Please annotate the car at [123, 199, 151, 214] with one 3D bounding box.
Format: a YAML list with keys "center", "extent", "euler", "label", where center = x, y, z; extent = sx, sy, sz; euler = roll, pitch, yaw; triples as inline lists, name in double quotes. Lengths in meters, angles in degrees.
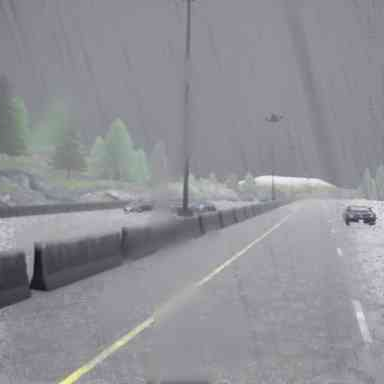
- center: [-5.752, 1.616, 36.929]
  extent: [2.128, 1.511, 4.902]
  euler: [0, 0, 21]
  label: "car"

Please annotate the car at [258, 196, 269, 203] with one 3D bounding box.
- center: [15.724, 1.618, 72.843]
  extent: [2.033, 1.411, 5.357]
  euler: [0, 0, 21]
  label: "car"

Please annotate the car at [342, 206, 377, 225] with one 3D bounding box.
- center: [12.065, 1.647, 24.238]
  extent: [1.895, 1.301, 4.718]
  euler: [0, 0, 21]
  label: "car"

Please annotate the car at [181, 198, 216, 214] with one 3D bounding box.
- center: [0.942, 1.451, 34.834]
  extent: [2.097, 1.767, 4.553]
  euler: [0, 0, 21]
  label: "car"

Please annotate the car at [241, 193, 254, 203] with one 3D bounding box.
- center: [12.447, 1.316, 74.077]
  extent: [2.150, 2.045, 5.566]
  euler: [0, 0, 21]
  label: "car"

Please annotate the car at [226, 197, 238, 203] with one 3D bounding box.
- center: [9.033, 1.702, 74.949]
  extent: [1.895, 1.301, 4.718]
  euler: [0, 0, 21]
  label: "car"

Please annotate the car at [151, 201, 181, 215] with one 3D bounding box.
- center: [-2.297, 1.676, 36.150]
  extent: [1.994, 1.385, 4.181]
  euler: [0, 0, 21]
  label: "car"

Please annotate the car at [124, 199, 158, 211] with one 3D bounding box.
- center: [-6.645, 1.687, 44.292]
  extent: [2.033, 1.411, 5.357]
  euler: [0, 0, 21]
  label: "car"
